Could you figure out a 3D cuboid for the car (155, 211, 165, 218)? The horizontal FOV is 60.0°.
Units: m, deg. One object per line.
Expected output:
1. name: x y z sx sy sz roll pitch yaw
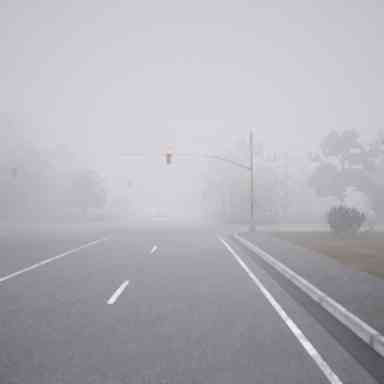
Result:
1. car: -6.985 4.974 73.206 1.994 1.385 4.181 0 -1 0
